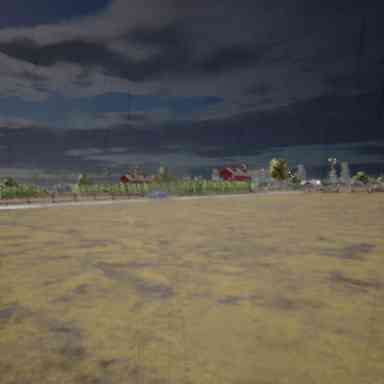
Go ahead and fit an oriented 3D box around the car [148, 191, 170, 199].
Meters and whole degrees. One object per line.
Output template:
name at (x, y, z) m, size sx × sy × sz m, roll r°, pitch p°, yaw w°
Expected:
car at (-6.433, 0.573, 64.477) m, size 1.882 × 1.535 × 5.008 m, roll 0°, pitch 1°, yaw 36°
